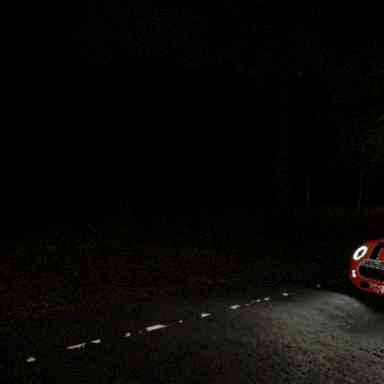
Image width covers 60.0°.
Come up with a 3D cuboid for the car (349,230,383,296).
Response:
[{"bbox_3d":[5.743,1.357,7.797,4.553,1.767,2.097,0,0,-34],"label":"car"}]
